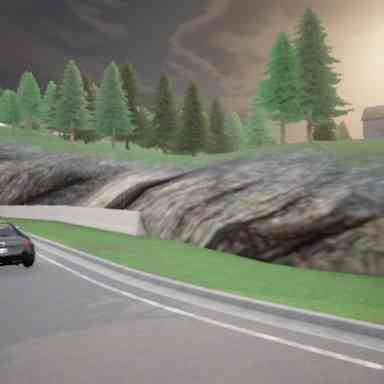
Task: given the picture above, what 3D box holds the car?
[{"bbox_3d":[-6.638,1.646,10.911,1.994,1.385,4.181,0,-1,-40],"label":"car"}]
